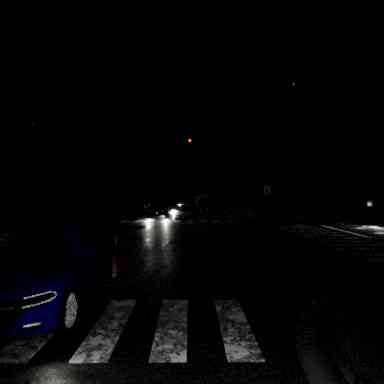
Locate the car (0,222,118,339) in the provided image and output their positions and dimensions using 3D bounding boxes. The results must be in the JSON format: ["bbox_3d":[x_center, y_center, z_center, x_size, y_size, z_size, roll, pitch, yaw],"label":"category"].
[{"bbox_3d":[-2.888,1.472,6.969,1.882,1.535,5.008,0,0,0],"label":"car"}]

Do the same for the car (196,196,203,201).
[{"bbox_3d":[2.003,1.698,90.163,1.812,1.442,4.674,0,0,0],"label":"car"}]

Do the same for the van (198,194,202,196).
[{"bbox_3d":[2.370,1.424,58.238,1.690,1.788,3.998,0,0,0],"label":"van"}]

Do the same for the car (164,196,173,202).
[{"bbox_3d":[-5.625,1.694,80.292,2.008,1.369,4.403,0,0,0],"label":"car"}]

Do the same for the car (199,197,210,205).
[{"bbox_3d":[2.377,1.647,63.749,2.008,1.369,4.403,0,0,0],"label":"car"}]

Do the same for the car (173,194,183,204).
[{"bbox_3d":[-3.018,1.669,66.597,1.994,1.385,4.181,0,0,0],"label":"car"}]

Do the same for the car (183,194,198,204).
[{"bbox_3d":[-0.259,1.661,63.761,1.994,1.385,4.181,0,0,0],"label":"car"}]

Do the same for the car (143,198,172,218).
[{"bbox_3d":[-3.054,1.535,30.264,1.837,1.490,4.892,0,0,-2],"label":"car"}]

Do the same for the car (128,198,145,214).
[{"bbox_3d":[-5.685,1.480,36.206,1.967,1.590,4.097,0,0,0],"label":"car"}]

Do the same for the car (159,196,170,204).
[{"bbox_3d":[-5.640,1.552,69.271,1.967,1.590,4.097,0,0,0],"label":"car"}]

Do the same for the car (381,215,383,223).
[{"bbox_3d":[14.185,1.511,20.715,4.181,1.385,1.994,0,0,0],"label":"car"}]

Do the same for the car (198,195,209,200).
[{"bbox_3d":[2.362,1.637,52.728,1.947,1.339,4.313,0,0,0],"label":"car"}]

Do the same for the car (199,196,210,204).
[{"bbox_3d":[2.355,1.641,47.217,1.802,1.307,4.206,0,0,0],"label":"car"}]

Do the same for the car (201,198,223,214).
[{"bbox_3d":[2.340,1.606,36.194,1.947,1.339,4.313,0,0,0],"label":"car"}]

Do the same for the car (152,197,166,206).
[{"bbox_3d":[-5.655,1.634,58.249,2.008,1.369,4.403,0,0,0],"label":"car"}]

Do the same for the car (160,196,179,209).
[{"bbox_3d":[-3.135,1.657,45.493,1.895,1.301,4.718,0,0,0],"label":"car"}]
